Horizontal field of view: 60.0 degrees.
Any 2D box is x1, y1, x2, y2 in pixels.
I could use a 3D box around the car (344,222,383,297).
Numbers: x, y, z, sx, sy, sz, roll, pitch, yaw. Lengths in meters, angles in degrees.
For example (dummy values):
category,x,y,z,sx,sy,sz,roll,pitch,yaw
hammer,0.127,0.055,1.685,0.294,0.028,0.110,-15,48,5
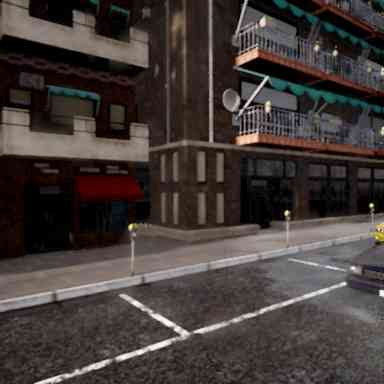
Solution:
category,x,y,z,sx,sy,sz,roll,pitch,yaw
car,5.612,1.360,7.387,5.357,1.411,2.033,-1,1,-35
